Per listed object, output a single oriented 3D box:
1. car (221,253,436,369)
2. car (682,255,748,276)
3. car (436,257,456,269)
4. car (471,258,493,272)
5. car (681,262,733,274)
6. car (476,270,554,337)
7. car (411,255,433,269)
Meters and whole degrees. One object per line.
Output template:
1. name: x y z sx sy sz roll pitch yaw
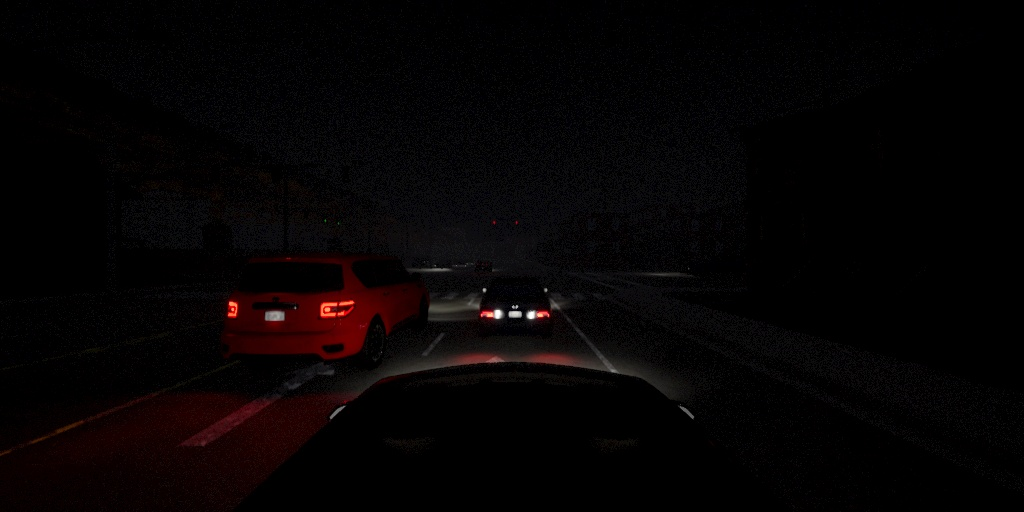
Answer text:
1. car: -3.424 0.962 7.892 2.150 2.045 5.566 0 0 0
2. car: 20.482 0.918 35.894 5.566 2.045 2.150 0 0 0
3. car: -10.560 1.156 56.143 2.128 1.511 4.902 0 0 0
4. car: -3.387 1.177 43.579 2.128 1.511 4.902 0 0 0
5. car: 21.323 1.292 39.397 4.718 1.301 1.895 0 0 0
6. car: 0.085 1.284 10.145 2.033 1.411 5.357 0 0 0
7. car: -14.057 0.886 56.262 2.150 2.045 5.566 0 0 0
